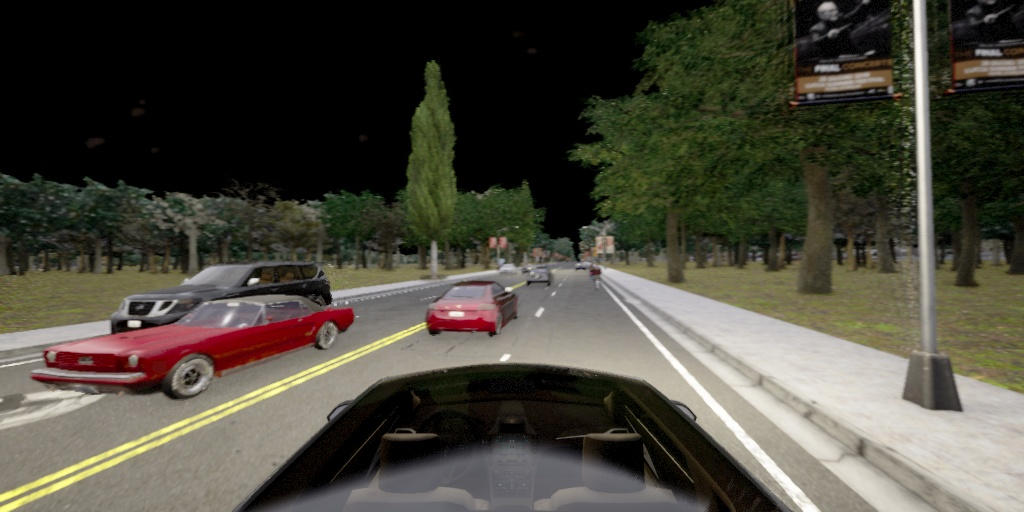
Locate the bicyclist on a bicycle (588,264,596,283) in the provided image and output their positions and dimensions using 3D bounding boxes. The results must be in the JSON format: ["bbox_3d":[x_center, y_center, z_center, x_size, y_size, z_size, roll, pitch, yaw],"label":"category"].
[{"bbox_3d":[6.912,1.471,31.141,0.582,1.620,1.656,-1,-1,11],"label":"bicyclist on a bicycle"}]

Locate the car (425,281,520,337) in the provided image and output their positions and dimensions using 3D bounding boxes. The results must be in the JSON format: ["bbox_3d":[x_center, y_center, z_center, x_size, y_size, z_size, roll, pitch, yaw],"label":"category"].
[{"bbox_3d":[-1.008,1.438,10.920,1.994,1.385,4.181,-1,-1,11],"label":"car"}]

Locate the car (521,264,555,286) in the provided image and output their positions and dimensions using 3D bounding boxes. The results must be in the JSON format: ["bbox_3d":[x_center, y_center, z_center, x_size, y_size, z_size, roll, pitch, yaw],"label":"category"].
[{"bbox_3d":[2.298,1.593,28.471,2.033,1.411,5.357,-1,-1,11],"label":"car"}]

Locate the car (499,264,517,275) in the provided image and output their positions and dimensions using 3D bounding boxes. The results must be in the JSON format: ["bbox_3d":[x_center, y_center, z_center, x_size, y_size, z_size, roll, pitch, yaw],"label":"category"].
[{"bbox_3d":[-0.516,1.865,49.712,1.812,1.442,4.674,-1,-1,11],"label":"car"}]

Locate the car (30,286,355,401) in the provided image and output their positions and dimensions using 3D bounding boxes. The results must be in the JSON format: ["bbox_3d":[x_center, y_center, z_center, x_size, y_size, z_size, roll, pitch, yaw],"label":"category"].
[{"bbox_3d":[-5.269,1.482,6.938,1.895,1.301,4.718,-1,-1,11],"label":"car"}]

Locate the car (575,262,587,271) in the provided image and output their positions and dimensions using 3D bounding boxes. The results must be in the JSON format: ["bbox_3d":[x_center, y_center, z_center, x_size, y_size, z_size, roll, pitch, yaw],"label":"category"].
[{"bbox_3d":[11.687,1.919,60.767,1.895,1.301,4.718,-1,-1,11],"label":"car"}]

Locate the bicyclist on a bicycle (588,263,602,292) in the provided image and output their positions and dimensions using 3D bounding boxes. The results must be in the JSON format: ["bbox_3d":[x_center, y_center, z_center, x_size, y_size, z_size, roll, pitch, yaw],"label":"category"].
[{"bbox_3d":[5.068,1.294,21.356,0.659,1.776,1.843,-1,0,11],"label":"bicyclist on a bicycle"}]

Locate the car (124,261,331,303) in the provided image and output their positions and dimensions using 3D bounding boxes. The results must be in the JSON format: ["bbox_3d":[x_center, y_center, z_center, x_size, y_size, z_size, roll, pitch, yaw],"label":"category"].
[{"bbox_3d":[-7.877,1.182,10.676,2.150,2.045,5.566,-1,-1,11],"label":"car"}]
